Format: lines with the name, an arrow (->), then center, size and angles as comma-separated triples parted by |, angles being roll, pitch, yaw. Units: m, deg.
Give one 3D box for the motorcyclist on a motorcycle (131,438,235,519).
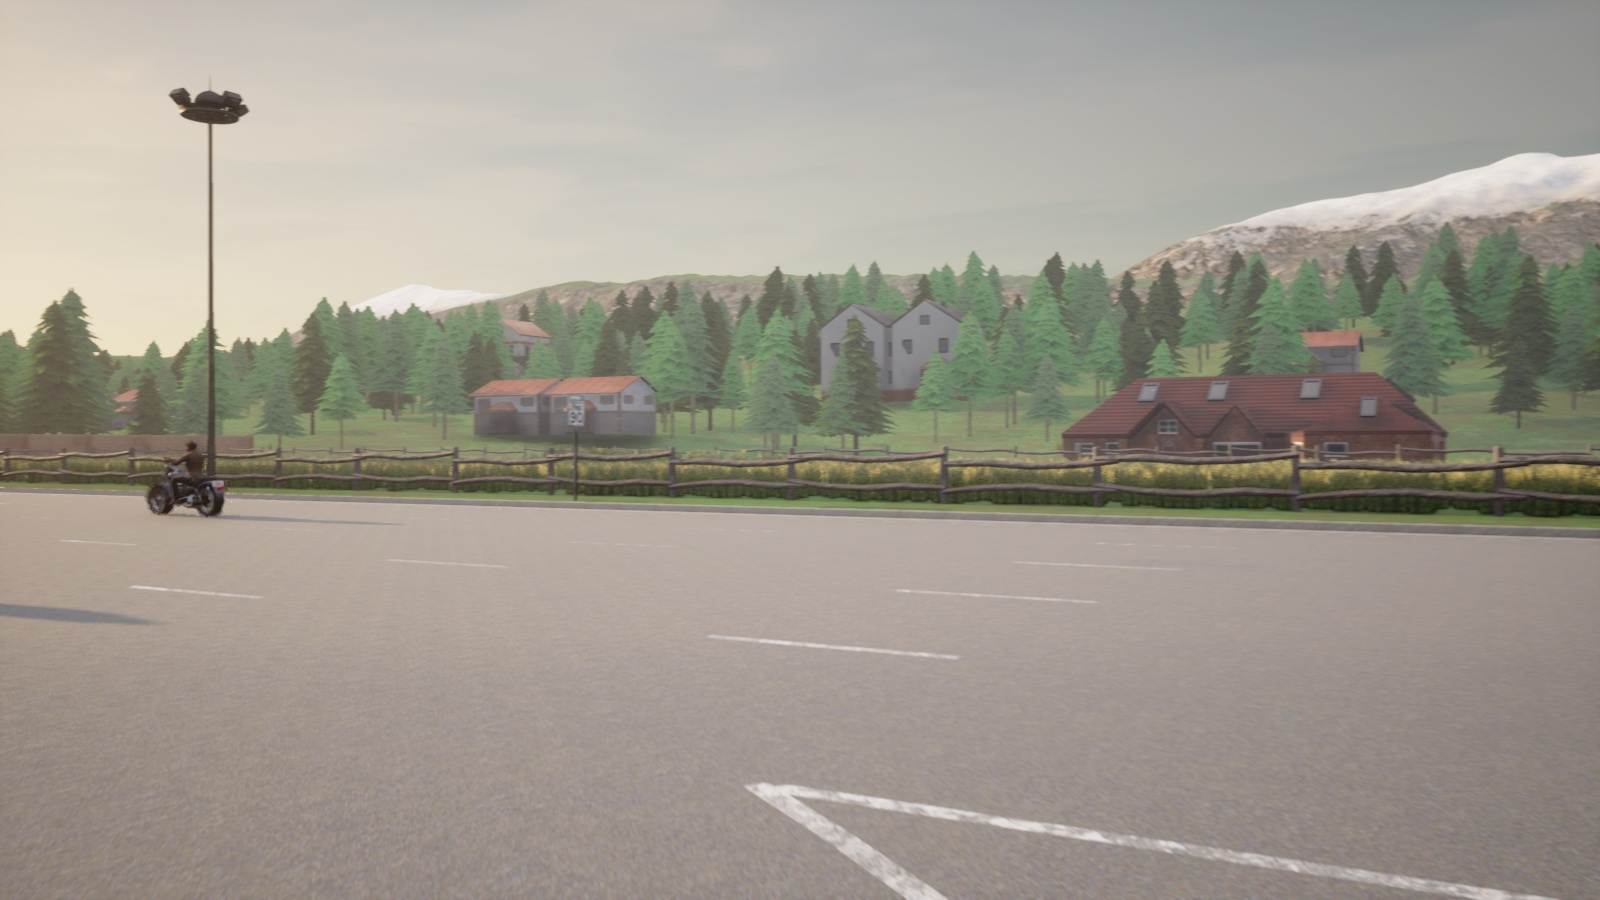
motorcyclist on a motorcycle -> -13.117, 0.592, 26.672 | 2.350, 1.649, 0.766 | 0, 0, 29
